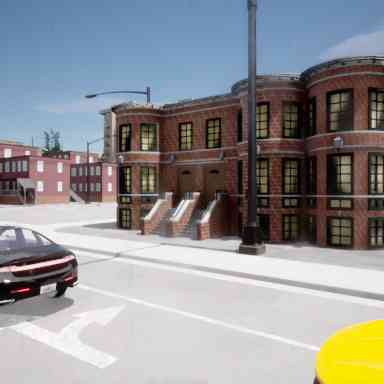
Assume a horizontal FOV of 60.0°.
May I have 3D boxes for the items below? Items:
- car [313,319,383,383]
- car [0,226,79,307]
[{"bbox_3d":[3.228,1.478,1.692,5.008,1.535,1.882,0,0,36],"label":"car"},{"bbox_3d":[-4.540,1.491,7.241,4.902,1.511,2.128,0,0,34],"label":"car"}]
